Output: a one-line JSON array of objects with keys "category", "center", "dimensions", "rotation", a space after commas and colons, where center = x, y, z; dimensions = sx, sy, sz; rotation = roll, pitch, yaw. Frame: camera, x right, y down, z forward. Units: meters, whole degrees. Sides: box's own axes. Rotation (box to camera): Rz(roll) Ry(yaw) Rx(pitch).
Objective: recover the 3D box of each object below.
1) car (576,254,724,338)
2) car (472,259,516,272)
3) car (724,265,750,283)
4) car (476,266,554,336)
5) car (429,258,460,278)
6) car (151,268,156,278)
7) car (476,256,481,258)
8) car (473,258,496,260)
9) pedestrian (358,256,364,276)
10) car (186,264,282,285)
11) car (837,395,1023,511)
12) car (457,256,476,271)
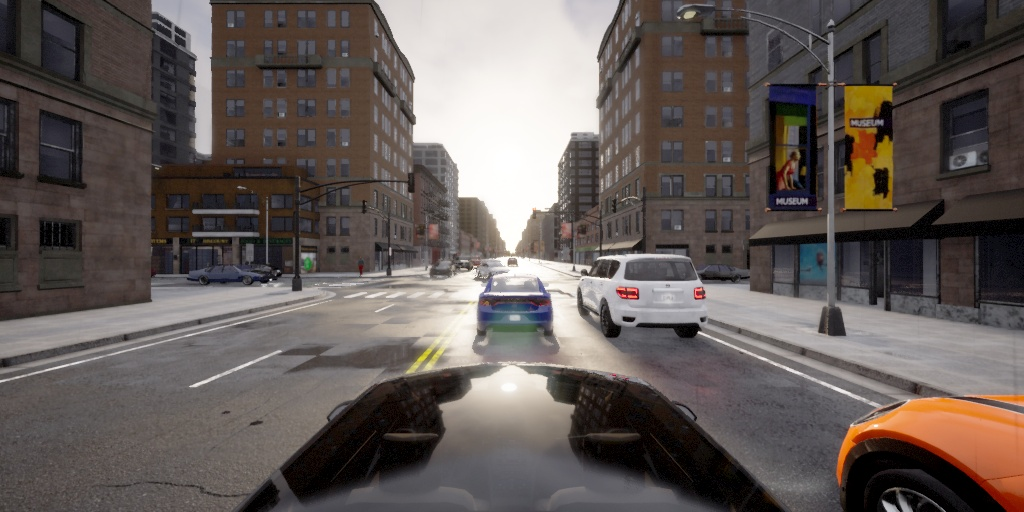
[{"category": "car", "center": [3.334, 0.972, 10.328], "dimensions": [2.150, 2.045, 5.566], "rotation": [0, 0, 0]}, {"category": "car", "center": [-1.673, 1.281, 31.767], "dimensions": [1.812, 1.442, 4.674], "rotation": [-1, 0, -25]}, {"category": "car", "center": [15.848, 1.338, 28.364], "dimensions": [5.357, 1.411, 2.033], "rotation": [0, 0, 0]}, {"category": "car", "center": [0.083, 1.228, 10.467], "dimensions": [1.882, 1.535, 5.008], "rotation": [0, 0, 0]}, {"category": "car", "center": [-6.592, 1.235, 34.468], "dimensions": [1.882, 1.535, 5.008], "rotation": [0, 0, 0]}, {"category": "car", "center": [-33.140, 1.343, 30.816], "dimensions": [4.207, 1.307, 1.802], "rotation": [0, 0, 0]}, {"category": "car", "center": [-6.551, 0.966, 62.971], "dimensions": [2.150, 2.045, 5.566], "rotation": [0, 0, 0]}, {"category": "car", "center": [-3.340, 1.274, 43.695], "dimensions": [1.812, 1.442, 4.674], "rotation": [0, 0, 0]}, {"category": "pedestrian", "center": [-14.134, 0.919, 33.590], "dimensions": [0.375, 1.860, 0.375], "rotation": [0, 0, 0]}, {"category": "car", "center": [-19.642, 1.290, 25.257], "dimensions": [5.357, 1.411, 2.033], "rotation": [0, 0, 0]}, {"category": "car", "center": [3.344, 1.102, 0.618], "dimensions": [2.097, 1.767, 4.553], "rotation": [0, 0, 0]}, {"category": "car", "center": [-6.578, 0.966, 48.647], "dimensions": [2.150, 2.045, 5.566], "rotation": [0, 0, 1]}]
